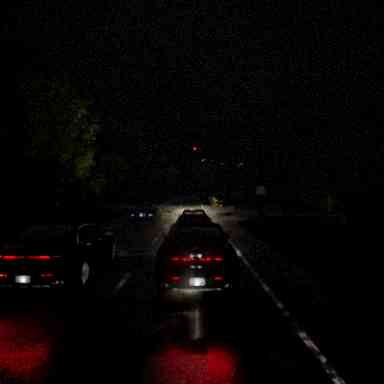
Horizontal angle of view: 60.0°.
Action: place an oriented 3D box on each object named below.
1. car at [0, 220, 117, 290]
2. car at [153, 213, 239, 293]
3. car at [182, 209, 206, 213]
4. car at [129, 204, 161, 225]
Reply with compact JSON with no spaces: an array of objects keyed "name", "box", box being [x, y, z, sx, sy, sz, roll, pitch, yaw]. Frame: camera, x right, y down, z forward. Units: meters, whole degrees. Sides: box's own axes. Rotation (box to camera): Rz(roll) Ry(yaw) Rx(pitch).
[{"name":"car","box":[-3.400,1.525,9.136,1.837,1.490,4.892,0,0,0]},{"name":"car","box":[0.101,1.525,8.909,1.837,1.490,4.892,0,0,0]},{"name":"car","box":[0.100,1.605,17.931,1.994,1.385,4.181,0,0,0]},{"name":"car","box":[-3.399,1.605,24.804,2.033,1.411,5.357,0,0,0]}]
